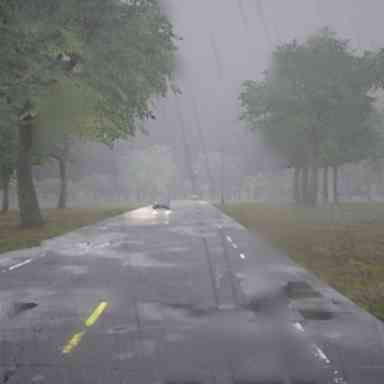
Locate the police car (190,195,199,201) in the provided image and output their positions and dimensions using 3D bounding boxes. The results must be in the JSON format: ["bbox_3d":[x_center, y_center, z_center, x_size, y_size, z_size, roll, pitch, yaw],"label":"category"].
[{"bbox_3d":[1.031,1.808,94.999,1.930,1.638,5.238,0,-1,0],"label":"police car"}]

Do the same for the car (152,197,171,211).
[{"bbox_3d":[-3.597,1.432,40.248,1.837,1.490,4.892,0,0,0],"label":"car"}]
